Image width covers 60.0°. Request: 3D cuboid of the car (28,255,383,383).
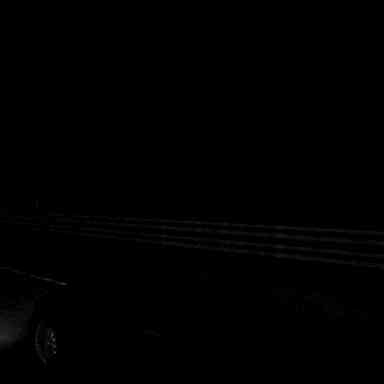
[{"bbox_3d":[-0.079,1.540,4.054,4.674,1.442,1.812,0,0,36],"label":"car"}]
